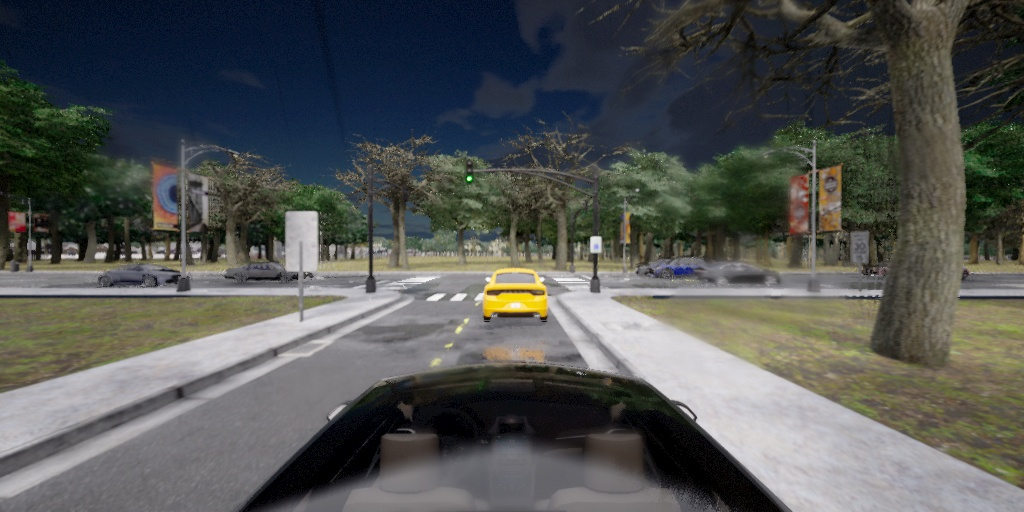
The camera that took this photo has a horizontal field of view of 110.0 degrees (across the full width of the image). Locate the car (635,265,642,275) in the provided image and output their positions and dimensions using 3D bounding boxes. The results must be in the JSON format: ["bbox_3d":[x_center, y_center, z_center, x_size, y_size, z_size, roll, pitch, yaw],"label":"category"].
[{"bbox_3d":[13.404,1.037,31.641,4.902,1.511,2.128,0,0,0],"label":"car"}]

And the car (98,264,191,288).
[{"bbox_3d":[-22.095,1.151,21.660,4.181,1.385,1.994,0,0,0],"label":"car"}]

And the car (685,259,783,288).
[{"bbox_3d":[13.628,1.122,21.755,4.902,1.511,2.128,0,0,1],"label":"car"}]

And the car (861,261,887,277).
[{"bbox_3d":[33.479,1.143,31.648,4.181,1.385,1.994,0,0,0],"label":"car"}]

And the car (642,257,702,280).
[{"bbox_3d":[13.193,0.926,28.389,4.553,1.767,2.097,0,0,0],"label":"car"}]

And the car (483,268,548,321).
[{"bbox_3d":[0.106,1.153,12.062,1.882,1.535,5.008,0,0,0],"label":"car"}]

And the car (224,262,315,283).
[{"bbox_3d":[-16.808,1.112,24.914,5.357,1.411,2.033,0,0,0],"label":"car"}]

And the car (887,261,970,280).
[{"bbox_3d":[33.220,1.132,28.401,4.674,1.442,1.812,0,0,0],"label":"car"}]
